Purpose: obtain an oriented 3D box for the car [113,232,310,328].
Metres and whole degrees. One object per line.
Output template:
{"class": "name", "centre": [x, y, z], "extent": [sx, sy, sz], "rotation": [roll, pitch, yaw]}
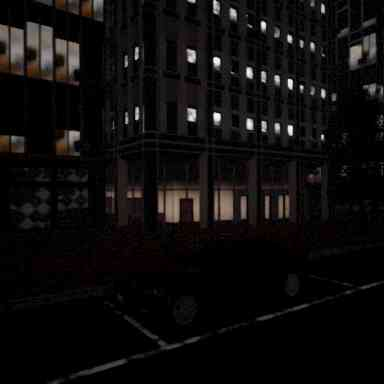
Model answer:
{"class": "car", "centre": [0.598, 1.587, 7.004], "extent": [4.507, 1.381, 1.887], "rotation": [1, -1, -36]}
